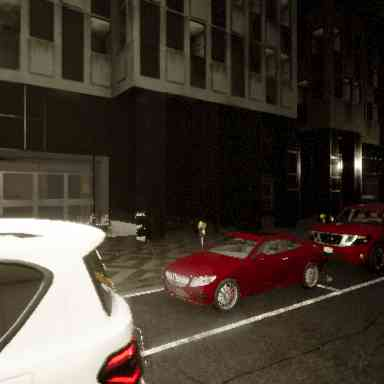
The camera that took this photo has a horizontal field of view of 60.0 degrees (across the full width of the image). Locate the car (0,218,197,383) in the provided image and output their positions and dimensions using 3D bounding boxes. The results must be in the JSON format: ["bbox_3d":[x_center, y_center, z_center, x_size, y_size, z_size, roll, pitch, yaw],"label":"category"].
[{"bbox_3d":[-2.874,1.222,1.334,5.566,2.045,2.150,0,0,-35],"label":"car"}]

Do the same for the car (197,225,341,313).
[{"bbox_3d":[1.331,1.581,7.593,4.206,1.307,1.802,0,0,-35],"label":"car"}]

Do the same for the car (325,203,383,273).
[{"bbox_3d":[5.897,1.313,10.839,5.009,1.841,2.192,0,0,-35],"label":"car"}]

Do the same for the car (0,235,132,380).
[{"bbox_3d":[-3.374,1.525,4.249,4.829,1.417,1.752,0,0,-35],"label":"car"}]
